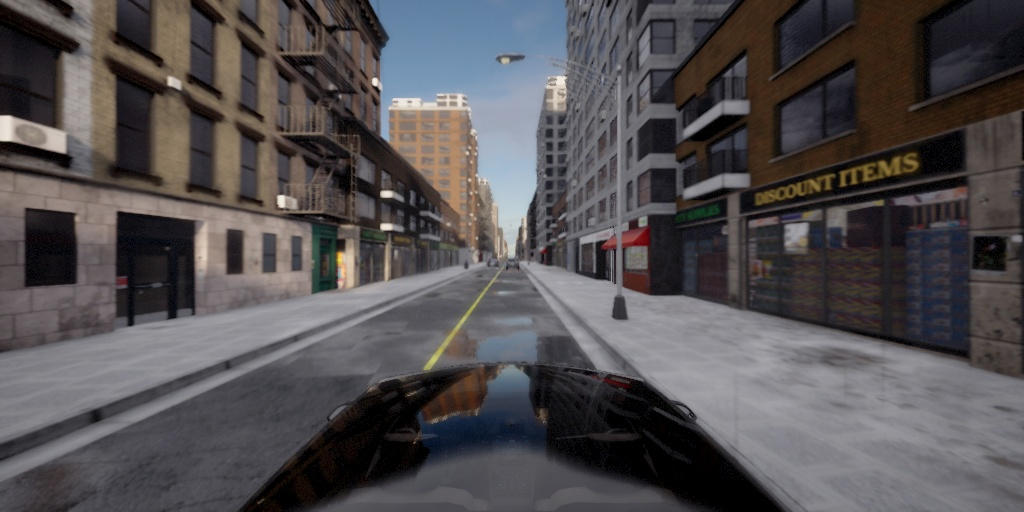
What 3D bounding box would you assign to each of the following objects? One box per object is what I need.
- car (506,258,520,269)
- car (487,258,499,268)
[{"bbox_3d":[0.107,1.135,52.120,2.128,1.511,4.902,0,0,0],"label":"car"},{"bbox_3d":[-3.045,1.131,58.040,2.128,1.511,4.902,0,0,1],"label":"car"}]
